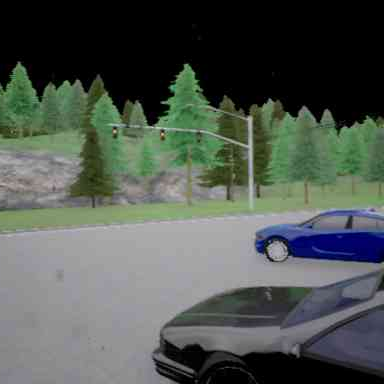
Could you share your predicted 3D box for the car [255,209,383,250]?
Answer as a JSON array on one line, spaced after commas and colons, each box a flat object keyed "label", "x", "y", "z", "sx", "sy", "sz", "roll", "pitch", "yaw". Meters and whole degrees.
[{"label": "car", "x": 4.290, "y": 1.251, "z": 9.636, "sx": 5.008, "sy": 1.535, "sz": 1.882, "roll": -1, "pitch": 0, "yaw": 28}]

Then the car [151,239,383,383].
[{"label": "car", "x": 2.190, "y": 1.455, "z": 2.860, "sx": 5.357, "sy": 1.411, "sz": 2.033, "roll": -1, "pitch": 1, "yaw": 34}]
